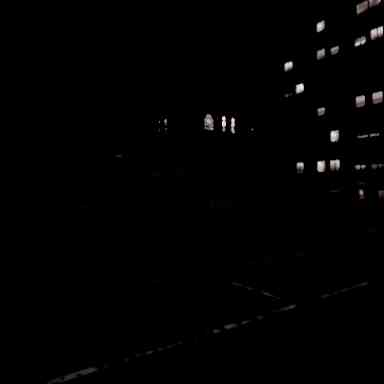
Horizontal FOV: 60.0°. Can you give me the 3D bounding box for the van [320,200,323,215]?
[{"bbox_3d":[10.777,1.600,32.752,1.690,1.788,3.998,-2,0,-36],"label":"van"}]
